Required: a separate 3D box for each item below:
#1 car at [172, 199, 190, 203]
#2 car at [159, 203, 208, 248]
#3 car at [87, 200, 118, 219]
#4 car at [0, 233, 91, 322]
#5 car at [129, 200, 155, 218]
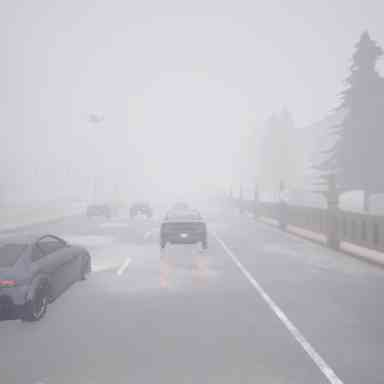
[{"bbox_3d":[-1.183,1.479,35.588,1.812,1.442,4.674,0,0,-2],"label":"car"},{"bbox_3d":[-0.389,1.457,14.734,1.882,1.535,5.008,0,0,-2],"label":"car"},{"bbox_3d":[-7.966,1.486,29.835,1.882,1.535,5.008,0,0,-2],"label":"car"},{"bbox_3d":[-3.638,1.577,7.217,1.994,1.385,4.181,0,0,-2],"label":"car"},{"bbox_3d":[-4.470,1.488,30.017,1.837,1.490,4.892,0,0,-2],"label":"car"}]
